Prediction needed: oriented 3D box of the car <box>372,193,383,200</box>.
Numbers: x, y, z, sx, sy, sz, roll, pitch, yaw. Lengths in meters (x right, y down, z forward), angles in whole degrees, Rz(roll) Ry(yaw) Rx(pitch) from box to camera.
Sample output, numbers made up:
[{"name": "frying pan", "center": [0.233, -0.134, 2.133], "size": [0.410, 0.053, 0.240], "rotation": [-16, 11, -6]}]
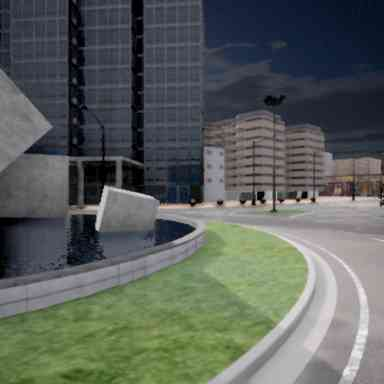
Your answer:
[{"name": "car", "center": [44.652, 1.062, 78.522], "size": [5.357, 1.411, 2.033], "rotation": [0, 0, -43]}]

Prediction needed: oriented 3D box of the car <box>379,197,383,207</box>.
[{"name": "car", "center": [29.876, 1.428, 50.152], "size": [4.902, 1.511, 2.128], "rotation": [0, 0, -43]}]
